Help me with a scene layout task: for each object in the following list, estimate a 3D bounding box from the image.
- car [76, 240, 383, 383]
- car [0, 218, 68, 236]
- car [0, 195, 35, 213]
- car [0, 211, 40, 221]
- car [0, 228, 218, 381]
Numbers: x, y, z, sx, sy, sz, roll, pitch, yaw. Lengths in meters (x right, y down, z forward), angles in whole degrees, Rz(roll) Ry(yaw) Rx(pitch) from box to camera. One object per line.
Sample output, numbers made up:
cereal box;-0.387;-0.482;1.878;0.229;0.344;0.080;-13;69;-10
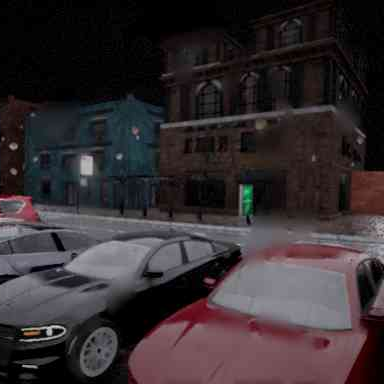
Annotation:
car;1.367;1.478;4.179;2.097;1.535;5.008;0;0;35
car;-3.160;1.479;7.436;2.163;1.488;4.792;1;0;35
car;-7.725;1.140;10.621;2.435;2.045;5.566;1;0;35
car;-5.444;1.462;9.032;2.002;1.452;4.674;1;0;35
car;-0.905;1.468;5.798;2.097;1.535;5.008;0;0;36
